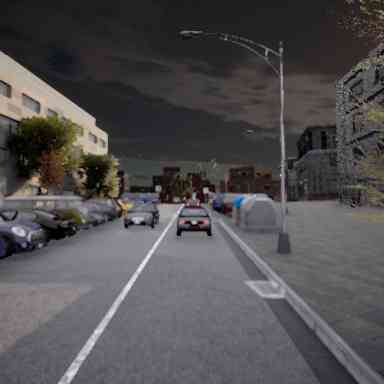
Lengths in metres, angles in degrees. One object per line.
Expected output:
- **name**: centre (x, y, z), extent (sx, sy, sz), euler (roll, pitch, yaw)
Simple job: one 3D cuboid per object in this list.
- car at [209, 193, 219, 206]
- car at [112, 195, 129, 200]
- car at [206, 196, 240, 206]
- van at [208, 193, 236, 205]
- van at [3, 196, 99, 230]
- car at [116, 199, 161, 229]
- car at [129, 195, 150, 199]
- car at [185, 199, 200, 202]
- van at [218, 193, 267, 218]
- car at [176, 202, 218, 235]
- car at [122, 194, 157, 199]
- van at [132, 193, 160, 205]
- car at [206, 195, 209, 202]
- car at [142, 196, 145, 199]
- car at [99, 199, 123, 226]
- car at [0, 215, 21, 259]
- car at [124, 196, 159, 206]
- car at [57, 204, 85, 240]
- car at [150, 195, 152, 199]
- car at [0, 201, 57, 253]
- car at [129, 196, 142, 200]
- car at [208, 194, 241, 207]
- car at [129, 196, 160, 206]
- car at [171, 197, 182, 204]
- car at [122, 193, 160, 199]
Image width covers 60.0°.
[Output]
- **car**: centre (4.712, 1.158, 31.791), extent (5.566, 2.045, 2.435), euler (0, 0, 0)
- **car**: centre (-7.615, 1.296, 25.927), extent (4.553, 1.767, 2.185), euler (0, 0, 0)
- **car**: centre (4.690, 1.370, 51.330), extent (5.008, 1.535, 2.097), euler (0, 0, 0)
- **van**: centre (4.802, 1.161, 54.106), extent (4.442, 1.987, 1.878), euler (0, -1, 0)
- **van**: centre (-7.532, 1.215, 17.547), extent (4.442, 1.987, 1.878), euler (0, 0, 0)
- **car**: centre (-3.097, 1.444, 21.320), extent (2.128, 1.511, 4.902), euler (0, 0, 0)
- **car**: centre (-7.832, 1.394, 37.103), extent (5.366, 1.575, 1.946), euler (0, 0, 0)
- **car**: centre (0.104, 1.507, 41.813), extent (1.895, 1.301, 4.718), euler (0, 0, 0)
- **van**: centre (4.800, 1.189, 29.000), extent (4.442, 1.987, 1.878), euler (0, 0, 0)
- **car**: centre (0.102, 1.506, 18.422), extent (2.033, 1.411, 5.357), euler (0, 0, 0)
- **car**: centre (-7.616, 1.408, 45.484), extent (4.792, 1.488, 2.163), euler (0, 0, 0)
- **van**: centre (-7.761, 1.195, 56.633), extent (4.442, 1.987, 1.878), euler (0, -1, 0)
- **car**: centre (4.870, 1.375, 45.622), extent (5.366, 1.575, 1.946), euler (0, 0, 0)
- **car**: centre (-7.675, 1.433, 34.309), extent (4.792, 1.488, 2.163), euler (0, 0, 0)
- **car**: centre (-7.642, 1.429, 23.135), extent (4.892, 1.521, 2.231), euler (0, 0, 0)
- **car**: centre (-7.647, 1.499, 9.167), extent (4.674, 1.452, 2.002), euler (0, 0, 0)
- **car**: centre (-7.644, 1.370, 51.012), extent (5.008, 1.535, 2.097), euler (0, 0, 0)
- **car**: centre (-7.643, 1.447, 14.629), extent (5.008, 1.535, 2.097), euler (0, 0, 0)
- **car**: centre (-7.675, 1.421, 39.897), extent (4.792, 1.488, 2.163), euler (0, 0, 0)
- **car**: centre (-7.679, 1.328, 11.959), extent (4.553, 1.767, 2.185), euler (0, 0, 0)
- **car**: centre (-7.832, 1.407, 31.516), extent (5.366, 1.575, 1.946), euler (0, 0, 0)
- **car**: centre (4.654, 1.246, 48.540), extent (4.553, 1.767, 2.185), euler (0, 0, 0)
- **car**: centre (-7.674, 1.414, 53.844), extent (4.792, 1.488, 2.163), euler (0, 0, 0)
- **car**: centre (-2.993, 1.696, 64.751), extent (2.128, 1.511, 4.902), euler (0, -2, 0)
- **car**: centre (-7.617, 1.121, 48.277), extent (5.566, 2.045, 2.435), euler (0, 0, 0)
